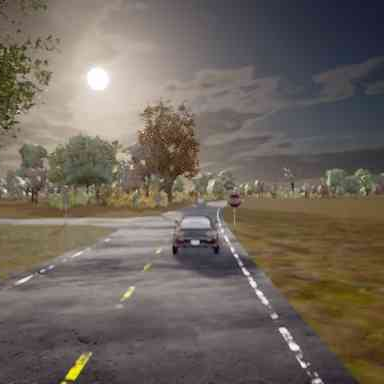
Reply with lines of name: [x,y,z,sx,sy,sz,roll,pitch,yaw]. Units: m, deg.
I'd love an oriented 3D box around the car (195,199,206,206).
car: [1.871,2.173,69.857,1.812,1.442,4.674,0,-1,8]

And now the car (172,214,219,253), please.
car: [0.190,1.662,14.293,1.812,1.442,4.674,0,0,2]
